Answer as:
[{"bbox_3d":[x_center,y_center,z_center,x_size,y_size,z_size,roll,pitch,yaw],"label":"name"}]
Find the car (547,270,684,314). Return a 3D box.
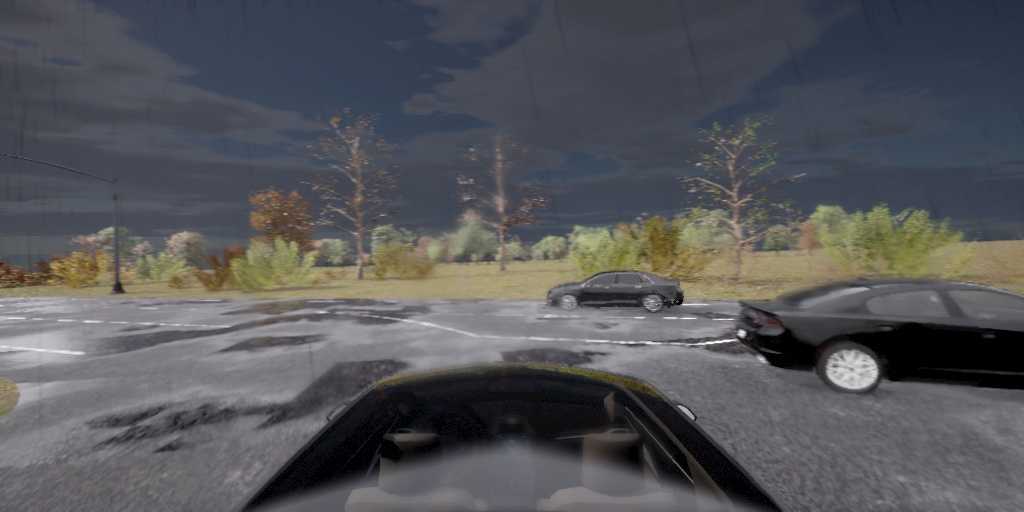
[{"bbox_3d":[3.733,1.305,13.452,4.892,1.490,1.837,-2,-1,18],"label":"car"}]

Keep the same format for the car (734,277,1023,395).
[{"bbox_3d":[6.214,1.070,5.281,5.008,1.535,1.882,-2,-1,18],"label":"car"}]
